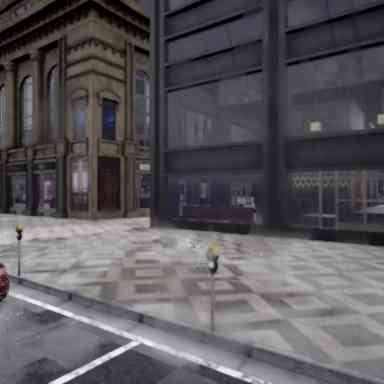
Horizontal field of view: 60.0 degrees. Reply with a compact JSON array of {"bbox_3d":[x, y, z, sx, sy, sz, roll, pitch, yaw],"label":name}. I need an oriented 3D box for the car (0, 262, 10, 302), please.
[{"bbox_3d":[-5.310,1.567,6.752,4.206,1.307,1.802,0,0,36],"label":"car"}]
